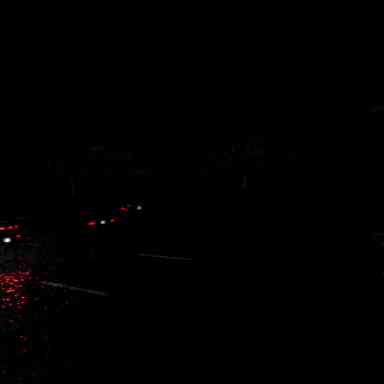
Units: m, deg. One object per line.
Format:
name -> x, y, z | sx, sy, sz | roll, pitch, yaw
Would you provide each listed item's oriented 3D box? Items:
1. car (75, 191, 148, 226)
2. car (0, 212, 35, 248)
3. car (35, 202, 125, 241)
car -> -5.135, 0.968, 19.058 | 5.566, 2.045, 2.150 | -1, 1, 30
car -> -8.635, 1.469, 13.011 | 4.892, 1.490, 1.837 | 0, 2, 30
car -> -5.993, 1.387, 15.528 | 5.357, 1.411, 2.033 | -1, 1, 30
